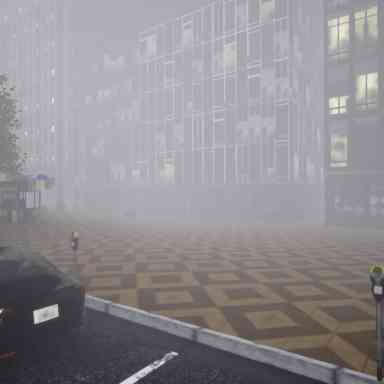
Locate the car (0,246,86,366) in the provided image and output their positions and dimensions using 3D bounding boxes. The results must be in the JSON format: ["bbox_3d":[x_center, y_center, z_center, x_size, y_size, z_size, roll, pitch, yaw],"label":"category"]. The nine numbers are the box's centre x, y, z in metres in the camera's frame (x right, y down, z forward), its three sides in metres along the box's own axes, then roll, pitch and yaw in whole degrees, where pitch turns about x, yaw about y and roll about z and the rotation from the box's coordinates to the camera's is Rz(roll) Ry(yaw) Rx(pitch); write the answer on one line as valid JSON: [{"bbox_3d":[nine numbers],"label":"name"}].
[{"bbox_3d":[-3.523,1.566,5.383,4.313,1.339,1.947,0,0,35],"label":"car"}]
